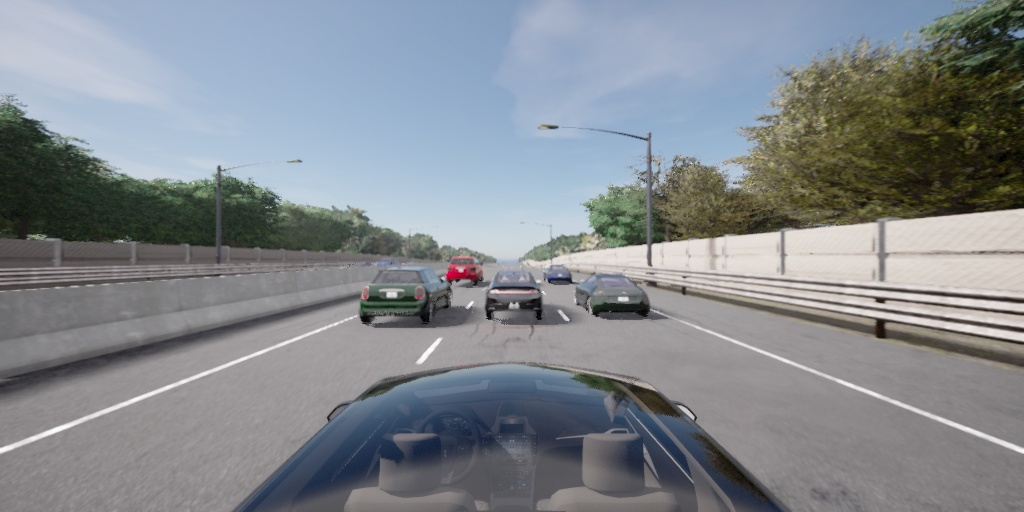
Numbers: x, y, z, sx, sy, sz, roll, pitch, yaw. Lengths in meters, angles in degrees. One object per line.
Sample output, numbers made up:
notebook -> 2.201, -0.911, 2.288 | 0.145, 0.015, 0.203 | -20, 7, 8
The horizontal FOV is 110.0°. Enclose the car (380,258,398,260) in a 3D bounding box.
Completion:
car -> -17.558, 1.295, 50.389 | 2.150, 2.045, 5.566 | 0, -1, 0

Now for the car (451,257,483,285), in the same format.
car -> -3.428, 1.056, 26.906 | 2.150, 2.045, 5.566 | 0, 0, 1

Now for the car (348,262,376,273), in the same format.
car -> -21.054, 1.579, 50.442 | 1.837, 1.490, 4.892 | 0, -1, 0

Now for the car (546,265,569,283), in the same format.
car -> 3.583, 1.405, 28.614 | 1.994, 1.385, 4.181 | 0, 0, 0

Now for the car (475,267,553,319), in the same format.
car -> 0.074, 1.274, 12.934 | 2.128, 1.511, 4.902 | 0, 0, 0

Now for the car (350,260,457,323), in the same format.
car -> -3.431, 1.133, 12.406 | 2.097, 1.767, 4.553 | 0, 0, 0

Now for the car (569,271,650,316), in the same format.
car -> 3.578, 1.347, 13.488 | 1.994, 1.385, 4.181 | 0, 0, 0
